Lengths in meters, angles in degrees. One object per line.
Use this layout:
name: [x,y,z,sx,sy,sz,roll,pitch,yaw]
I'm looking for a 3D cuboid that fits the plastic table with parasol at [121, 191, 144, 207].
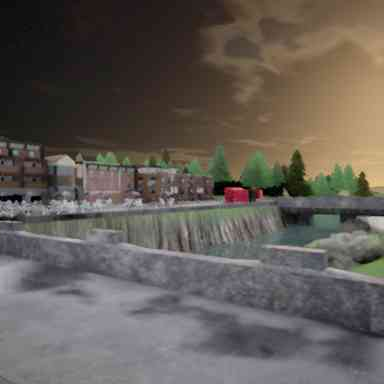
plastic table with parasol: [-9.393,1.103,52.641,2.482,2.480,2.482,0,0,35]
